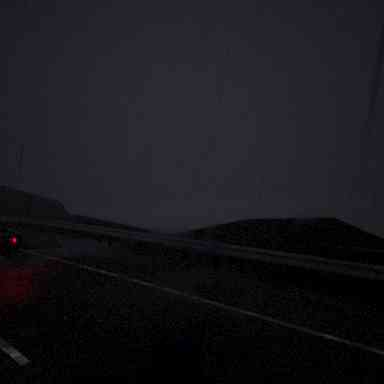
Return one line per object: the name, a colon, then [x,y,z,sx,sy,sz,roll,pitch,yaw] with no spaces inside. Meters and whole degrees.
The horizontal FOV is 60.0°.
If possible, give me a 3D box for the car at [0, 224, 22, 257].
car: [-7.888,1.587,11.635,4.718,1.301,1.895,0,0,40]
